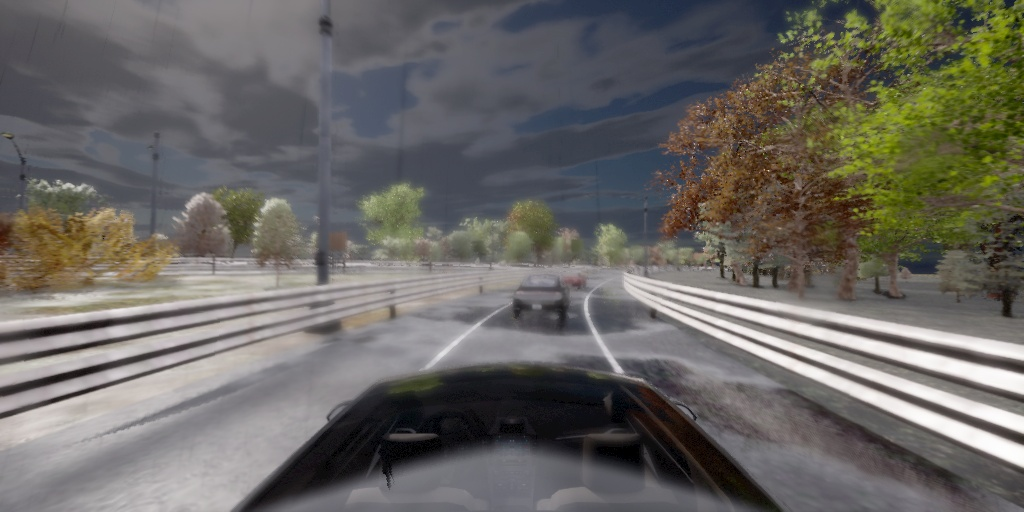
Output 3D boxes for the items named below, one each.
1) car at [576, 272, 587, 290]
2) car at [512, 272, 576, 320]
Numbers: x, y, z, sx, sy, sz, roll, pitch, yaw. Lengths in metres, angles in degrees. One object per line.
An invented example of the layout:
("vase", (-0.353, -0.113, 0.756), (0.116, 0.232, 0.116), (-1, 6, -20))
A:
("car", (4.580, 1.837, 27.394), (1.895, 1.301, 4.718), (0, -1, 18))
("car", (1.239, 1.446, 13.730), (2.128, 1.511, 4.902), (0, -1, 11))
